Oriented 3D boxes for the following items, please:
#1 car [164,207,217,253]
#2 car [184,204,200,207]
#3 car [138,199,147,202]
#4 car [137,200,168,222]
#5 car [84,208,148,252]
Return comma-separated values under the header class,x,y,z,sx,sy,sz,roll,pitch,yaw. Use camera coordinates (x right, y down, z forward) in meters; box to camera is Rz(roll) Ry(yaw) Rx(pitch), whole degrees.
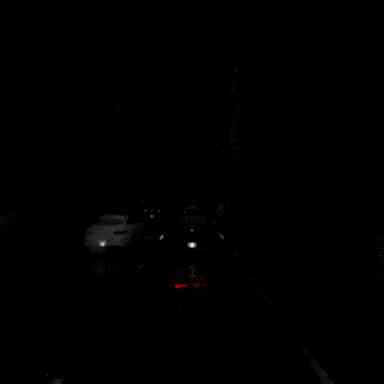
class,x,y,z,sx,sy,sz,roll,pitch,yaw
car,0.009,1.641,14.296,1.837,1.490,4.892,0,0,0
car,0.014,1.795,29.398,1.812,1.442,4.674,0,0,0
car,-9.737,2.080,66.049,1.882,1.535,5.008,0,0,0
car,-3.236,1.761,29.299,2.128,1.511,4.902,0,0,0
car,-3.241,1.660,14.395,1.812,1.442,4.674,0,0,0
